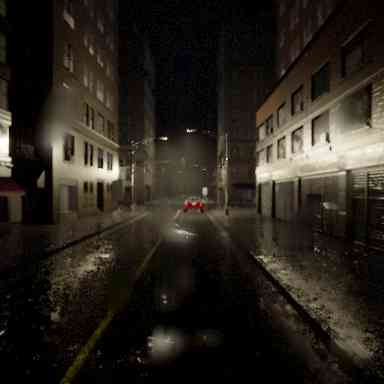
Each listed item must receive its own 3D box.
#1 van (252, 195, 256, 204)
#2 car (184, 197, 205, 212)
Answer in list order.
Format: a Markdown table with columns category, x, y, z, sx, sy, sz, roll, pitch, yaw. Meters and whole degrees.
| category | x | y | z | sx | sy | sz | roll | pitch | yaw |
| --- | --- | --- | --- | --- | --- | --- | --- | --- | --- |
| van | 11.690 | 1.313 | 52.542 | 3.998 | 1.788 | 1.690 | 0 | 0 | 1 |
| car | 0.352 | 1.337 | 38.297 | 2.097 | 1.767 | 4.553 | 0 | 0 | 4 |
